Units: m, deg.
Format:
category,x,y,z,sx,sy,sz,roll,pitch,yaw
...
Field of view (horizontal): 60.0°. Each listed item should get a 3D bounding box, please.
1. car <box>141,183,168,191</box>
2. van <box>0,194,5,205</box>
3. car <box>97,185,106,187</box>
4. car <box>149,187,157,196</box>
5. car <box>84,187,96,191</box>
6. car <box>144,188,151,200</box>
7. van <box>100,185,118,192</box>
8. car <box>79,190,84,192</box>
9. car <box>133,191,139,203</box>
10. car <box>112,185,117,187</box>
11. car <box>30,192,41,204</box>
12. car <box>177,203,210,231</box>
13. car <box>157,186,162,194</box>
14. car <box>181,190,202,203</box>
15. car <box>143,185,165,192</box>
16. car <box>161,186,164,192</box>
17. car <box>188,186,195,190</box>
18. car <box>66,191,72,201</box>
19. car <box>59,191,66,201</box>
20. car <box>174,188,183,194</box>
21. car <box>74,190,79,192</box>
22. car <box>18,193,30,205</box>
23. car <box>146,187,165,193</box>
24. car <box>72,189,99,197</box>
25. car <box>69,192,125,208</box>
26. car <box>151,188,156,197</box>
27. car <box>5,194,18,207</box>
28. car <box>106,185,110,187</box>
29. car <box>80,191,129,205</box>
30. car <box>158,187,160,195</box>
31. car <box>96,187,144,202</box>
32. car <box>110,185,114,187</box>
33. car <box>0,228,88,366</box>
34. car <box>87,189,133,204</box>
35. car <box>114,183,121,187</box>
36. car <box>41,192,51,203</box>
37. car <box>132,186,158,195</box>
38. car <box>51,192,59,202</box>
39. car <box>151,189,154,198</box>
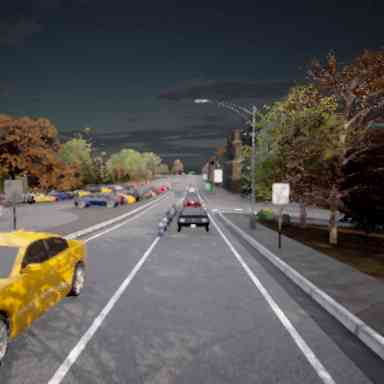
category,x,y,z,sx,sy,sz,roll,pitch,yaw
car,-9.764,-0.671,85.708,5.566,2.045,2.435,0,3,0
van,-23.070,0.721,35.603,4.442,1.987,1.878,1,0,0
car,-22.930,-0.127,74.508,5.566,2.045,2.435,0,2,0
car,-9.915,0.325,66.235,4.553,1.767,2.185,0,2,0
car,-22.759,0.346,68.943,5.366,1.575,1.946,0,2,0
car,-9.917,0.573,57.876,4.553,1.767,2.185,0,1,0
van,-22.657,-0.942,91.330,4.442,1.987,1.878,0,3,0
car,-23.001,0.619,60.714,4.892,1.521,2.231,0,1,0
car,-10.048,0.923,43.938,5.008,1.535,2.097,0,1,0
car,-23.001,-0.429,85.781,5.366,1.575,1.946,0,3,0
car,-23.162,0.945,43.975,4.792,1.488,2.163,0,0,0
car,0.071,1.603,20.774,1.895,1.301,4.718,0,0,0
car,-9.815,0.125,74.589,5.008,1.535,2.097,0,2,0
car,0.054,1.090,38.580,2.097,1.767,4.553,0,3,0
car,-9.755,-0.235,82.944,4.674,1.452,2.002,0,3,0
car,-9.795,-0.001,77.376,5.008,1.535,2.097,0,3,0
car,-0.115,-0.419,85.557,1.812,1.442,4.674,0,3,0
car,-23.045,0.759,55.008,5.008,1.535,2.097,0,1,0
car,-23.042,0.846,52.218,4.792,1.488,2.163,0,1,0
car,-3.366,-0.311,83.558,1.812,1.442,4.674,0,3,0
car,-23.023,0.695,57.797,5.008,1.535,2.097,0,1,0
car,-23.158,0.971,41.063,4.674,1.452,2.002,0,0,0
car,-9.710,-0.566,88.500,5.008,1.535,2.097,0,3,0
car,-22.928,0.240,71.732,5.008,1.535,2.097,0,2,0
car,-10.088,0.982,35.588,4.792,1.488,2.163,0,0,0
car,-9.935,0.571,63.454,4.792,1.488,2.163,0,2,0
car,-23.180,0.978,38.278,4.674,1.452,2.002,0,0,0
car,-22.890,-0.259,80.088,4.553,1.767,2.185,0,3,0
car,-10.125,0.975,38.373,4.792,1.488,2.163,0,0,0
car,-9.845,0.282,71.804,4.674,1.452,2.002,0,3,0
car,-10.061,0.647,46.729,5.566,2.045,2.435,0,1,0
car,-22.833,-0.274,82.876,5.008,1.535,2.097,0,3,0
car,-3.355,1.478,5.749,1.882,1.535,5.008,0,0,0
car,-10.106,0.812,41.158,4.553,1.767,2.185,0,0,0
car,-22.766,-0.822,88.548,5.566,2.045,2.435,0,3,0
car,-23.298,0.888,46.768,5.366,1.575,1.946,0,1,0
car,-9.894,0.225,69.013,4.553,1.767,2.185,0,2,0
car,-23.277,0.855,49.564,5.366,1.575,1.946,0,1,0
car,-9.898,0.654,60.667,4.792,1.488,2.163,0,2,0
